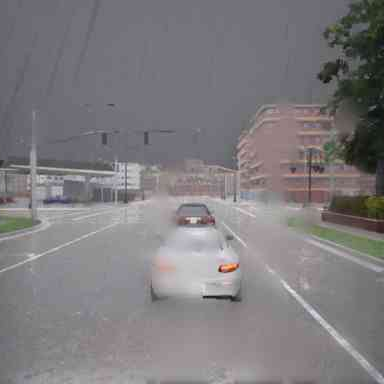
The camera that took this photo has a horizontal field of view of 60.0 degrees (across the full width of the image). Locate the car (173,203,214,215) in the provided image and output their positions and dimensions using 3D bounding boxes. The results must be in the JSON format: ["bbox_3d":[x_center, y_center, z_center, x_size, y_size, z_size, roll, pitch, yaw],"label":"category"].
[{"bbox_3d":[0.064,1.351,17.160,2.097,1.767,4.553,0,0,0],"label":"car"}]

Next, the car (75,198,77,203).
[{"bbox_3d":[-24.169,1.453,63.617,3.806,1.475,1.970,0,0,1],"label":"car"}]

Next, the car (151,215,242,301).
[{"bbox_3d":[0.087,1.525,8.168,1.812,1.442,4.674,0,0,0],"label":"car"}]

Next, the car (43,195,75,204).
[{"bbox_3d":[-23.439,1.293,57.868,4.611,1.667,2.242,0,0,1],"label":"car"}]
